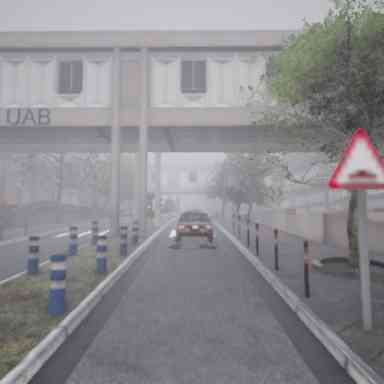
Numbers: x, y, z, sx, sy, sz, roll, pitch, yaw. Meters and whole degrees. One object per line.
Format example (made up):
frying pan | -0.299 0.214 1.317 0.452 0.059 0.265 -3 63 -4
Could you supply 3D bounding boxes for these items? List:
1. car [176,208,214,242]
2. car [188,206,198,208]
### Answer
car | 0.106 1.730 17.474 2.033 1.411 5.357 0 -2 -1
car | 0.102 2.586 41.450 1.837 1.490 4.892 0 -3 0
